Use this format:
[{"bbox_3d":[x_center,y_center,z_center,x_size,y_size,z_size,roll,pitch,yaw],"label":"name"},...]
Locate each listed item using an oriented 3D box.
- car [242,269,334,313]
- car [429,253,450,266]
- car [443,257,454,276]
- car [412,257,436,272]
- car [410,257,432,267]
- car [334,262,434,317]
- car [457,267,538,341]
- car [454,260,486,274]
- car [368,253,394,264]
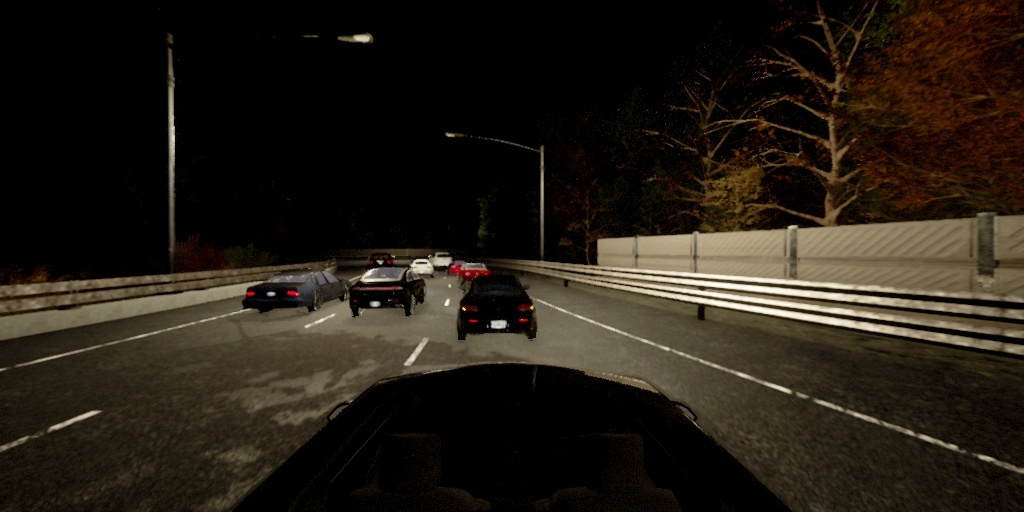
[{"bbox_3d":[-7.801,1.210,13.625,2.033,1.411,5.357,0,1,-7],"label":"car"},{"bbox_3d":[-8.892,0.614,44.322,2.150,2.045,5.566,0,1,-21],"label":"car"},{"bbox_3d":[-4.983,1.042,33.502,1.994,1.385,4.181,0,1,-16],"label":"car"},{"bbox_3d":[-7.738,1.037,30.544,1.812,1.442,4.674,0,1,-16],"label":"car"},{"bbox_3d":[-13.941,0.857,54.763,2.033,1.411,5.357,0,1,-28],"label":"car"},{"bbox_3d":[-4.237,1.152,12.819,2.128,1.511,4.902,0,0,-6],"label":"car"},{"bbox_3d":[-0.447,1.207,9.589,1.812,1.442,4.674,0,0,-4],"label":"car"},{"bbox_3d":[-2.727,1.150,24.912,1.895,1.301,4.718,0,1,-13],"label":"car"},{"bbox_3d":[-12.530,0.710,34.333,2.150,2.045,5.566,0,1,-19],"label":"car"}]
